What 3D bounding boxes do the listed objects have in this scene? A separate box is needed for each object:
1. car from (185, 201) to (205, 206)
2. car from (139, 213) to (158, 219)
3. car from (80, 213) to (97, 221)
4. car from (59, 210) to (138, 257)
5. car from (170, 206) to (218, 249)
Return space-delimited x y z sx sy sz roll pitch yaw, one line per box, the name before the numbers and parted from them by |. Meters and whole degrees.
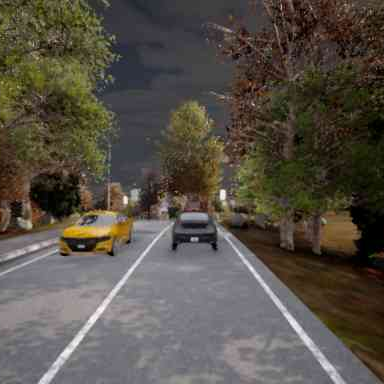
car | 0.398 1.989 32.688 2.150 2.045 5.566 0 -4 4
car | -10.483 5.839 78.394 4.892 1.490 1.837 2 -5 -29
car | -19.563 4.759 63.010 1.812 1.442 4.674 0 -5 -2
car | -3.594 1.514 13.288 1.882 1.535 5.008 0 -1 0
car | 0.097 1.564 14.875 1.837 1.490 4.892 0 -1 0
